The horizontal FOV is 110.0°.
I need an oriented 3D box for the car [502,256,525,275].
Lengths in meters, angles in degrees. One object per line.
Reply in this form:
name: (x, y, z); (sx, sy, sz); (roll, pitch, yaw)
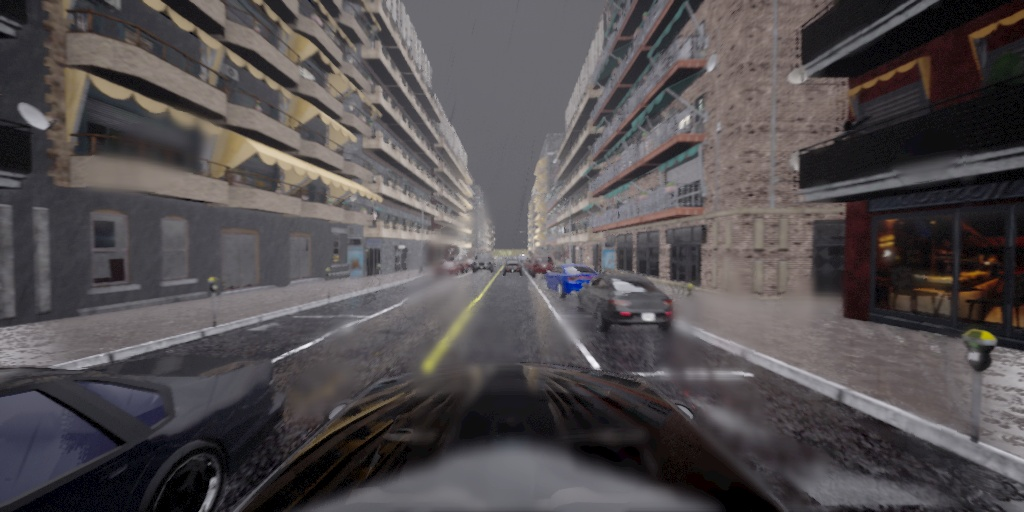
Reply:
car: (0.082, 1.069, 35.197); (1.837, 1.490, 4.892); (0, 0, 0)

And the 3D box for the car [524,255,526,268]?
car: (2.667, 0.864, 37.477); (2.192, 1.841, 5.009); (0, 0, 0)

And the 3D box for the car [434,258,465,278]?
car: (-5.683, 1.131, 31.756); (1.888, 1.381, 4.507); (0, 0, 0)

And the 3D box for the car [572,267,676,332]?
car: (3.151, 1.226, 10.579); (1.812, 1.442, 4.674); (0, 0, 0)

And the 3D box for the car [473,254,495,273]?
car: (-3.070, 0.759, 39.384); (2.150, 2.045, 5.566); (0, 1, 1)

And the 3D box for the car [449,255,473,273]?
car: (-5.681, 0.867, 37.419); (2.192, 1.841, 5.009); (0, 0, 0)

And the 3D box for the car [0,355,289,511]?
car: (-3.096, 1.302, 1.125); (2.033, 1.411, 5.357); (0, 0, 0)

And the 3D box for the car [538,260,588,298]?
car: (2.909, 1.138, 18.041); (1.882, 1.535, 5.008); (0, 0, -9)

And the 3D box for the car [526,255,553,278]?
car: (2.665, 0.897, 31.812); (2.192, 1.841, 5.009); (0, 0, 0)
